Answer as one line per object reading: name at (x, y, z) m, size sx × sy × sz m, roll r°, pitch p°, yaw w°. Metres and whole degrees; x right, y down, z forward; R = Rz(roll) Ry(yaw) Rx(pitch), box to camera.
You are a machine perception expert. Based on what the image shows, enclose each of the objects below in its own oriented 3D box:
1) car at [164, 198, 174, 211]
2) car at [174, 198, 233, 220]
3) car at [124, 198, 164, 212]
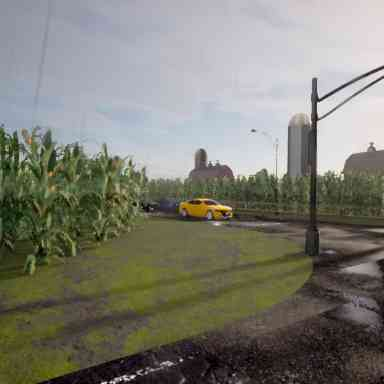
car at (-3.149, 1.334, 37.346) m, size 2.033 × 1.411 × 5.357 m, roll 2°, pitch 0°, yaw -38°
car at (1.012, 1.278, 25.998) m, size 1.882 × 1.535 × 5.008 m, roll 2°, pitch 0°, yaw -38°
car at (-5.176, 1.321, 33.931) m, size 1.895 × 1.301 × 4.718 m, roll 2°, pitch 0°, yaw -38°
